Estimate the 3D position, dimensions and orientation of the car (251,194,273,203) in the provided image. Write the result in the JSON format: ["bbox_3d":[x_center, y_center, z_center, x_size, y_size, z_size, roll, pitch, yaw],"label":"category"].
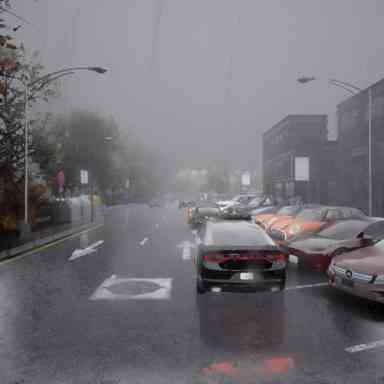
[{"bbox_3d":[16.971,1.463,80.560,2.435,2.045,5.566,0,0,-22],"label":"car"}]

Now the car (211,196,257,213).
[{"bbox_3d":[4.701,1.414,37.286,4.553,1.767,2.185,1,0,-21],"label":"car"}]

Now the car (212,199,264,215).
[{"bbox_3d":[4.752,1.560,34.271,4.792,1.488,2.163,1,0,-21],"label":"car"}]

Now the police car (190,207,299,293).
[{"bbox_3d":[1.015,1.427,9.026,1.930,1.638,5.238,0,0,-1],"label":"police car"}]

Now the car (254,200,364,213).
[{"bbox_3d":[5.125,1.366,13.283,4.553,1.767,2.185,1,0,-21],"label":"car"}]

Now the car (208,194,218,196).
[{"bbox_3d":[4.799,1.270,31.273,5.566,2.045,2.435,1,0,-21],"label":"car"}]

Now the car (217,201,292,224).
[{"bbox_3d":[4.737,1.503,25.211,5.366,1.575,1.946,1,0,-21],"label":"car"}]

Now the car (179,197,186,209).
[{"bbox_3d":[-0.766,1.441,46.848,2.097,1.767,4.553,0,0,0],"label":"car"}]

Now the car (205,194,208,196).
[{"bbox_3d":[4.626,1.446,46.304,4.553,1.767,2.185,1,0,-21],"label":"car"}]

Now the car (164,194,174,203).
[{"bbox_3d":[-5.180,1.413,72.725,2.150,2.045,5.566,0,0,0],"label":"car"}]

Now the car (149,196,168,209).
[{"bbox_3d":[-4.927,1.654,47.109,1.994,1.385,4.181,0,0,-1],"label":"car"}]

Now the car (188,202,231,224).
[{"bbox_3d":[0.854,1.518,18.915,1.837,1.490,4.892,0,0,-1],"label":"car"}]

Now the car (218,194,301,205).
[{"bbox_3d":[4.945,1.251,22.257,5.566,2.045,2.435,1,0,-21],"label":"car"}]

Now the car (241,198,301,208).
[{"bbox_3d":[5.078,1.369,16.284,4.553,1.767,2.185,1,0,-21],"label":"car"}]

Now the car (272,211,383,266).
[{"bbox_3d":[5.113,1.518,10.262,4.792,1.488,2.163,1,0,-21],"label":"car"}]

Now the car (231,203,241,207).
[{"bbox_3d":[4.996,1.538,19.279,4.674,1.452,2.002,1,0,-21],"label":"car"}]

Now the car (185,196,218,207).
[{"bbox_3d":[0.760,1.373,24.885,2.097,1.767,4.553,0,0,-1],"label":"car"}]

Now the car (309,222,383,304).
[{"bbox_3d":[5.193,1.527,7.271,4.674,1.452,2.002,1,0,-21],"label":"car"}]

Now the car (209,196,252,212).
[{"bbox_3d":[4.655,1.424,40.286,4.553,1.767,2.185,1,0,-21],"label":"car"}]

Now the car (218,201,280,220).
[{"bbox_3d":[4.837,1.544,28.271,4.792,1.488,2.163,1,0,-21],"label":"car"}]

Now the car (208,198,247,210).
[{"bbox_3d":[4.640,1.600,43.295,4.674,1.452,2.002,1,0,-21],"label":"car"}]
